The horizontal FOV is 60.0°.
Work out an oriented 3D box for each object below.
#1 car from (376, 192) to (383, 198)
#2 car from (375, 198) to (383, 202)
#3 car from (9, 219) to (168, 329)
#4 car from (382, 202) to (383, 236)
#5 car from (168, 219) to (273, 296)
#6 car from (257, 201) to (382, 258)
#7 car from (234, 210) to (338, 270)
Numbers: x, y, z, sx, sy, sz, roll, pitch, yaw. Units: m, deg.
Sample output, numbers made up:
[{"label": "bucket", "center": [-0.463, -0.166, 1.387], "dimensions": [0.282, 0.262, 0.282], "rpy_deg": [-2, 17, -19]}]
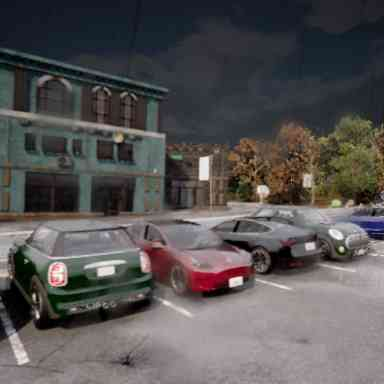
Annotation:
[{"label": "car", "center": [13.176, 0.960, 18.793], "dimensions": [2.435, 2.045, 5.566], "rpy_deg": [-2, 1, -35]}, {"label": "car", "center": [10.891, 1.288, 17.207], "dimensions": [2.231, 1.521, 4.892], "rpy_deg": [-2, 1, -35]}, {"label": "car", "center": [-2.710, 1.400, 7.478], "dimensions": [2.185, 1.767, 4.553], "rpy_deg": [0, 0, -35]}, {"label": "car", "center": [8.616, 1.381, 15.614], "dimensions": [2.163, 1.488, 4.792], "rpy_deg": [-1, 0, -35]}, {"label": "car", "center": [-0.439, 1.537, 9.096], "dimensions": [2.163, 1.488, 4.792], "rpy_deg": [0, 0, -35]}, {"label": "car", "center": [4.065, 1.321, 12.378], "dimensions": [2.185, 1.767, 4.553], "rpy_deg": [-1, 0, -35]}, {"label": "car", "center": [1.798, 1.511, 10.760], "dimensions": [2.163, 1.488, 4.792], "rpy_deg": [-1, 0, -35]}]
